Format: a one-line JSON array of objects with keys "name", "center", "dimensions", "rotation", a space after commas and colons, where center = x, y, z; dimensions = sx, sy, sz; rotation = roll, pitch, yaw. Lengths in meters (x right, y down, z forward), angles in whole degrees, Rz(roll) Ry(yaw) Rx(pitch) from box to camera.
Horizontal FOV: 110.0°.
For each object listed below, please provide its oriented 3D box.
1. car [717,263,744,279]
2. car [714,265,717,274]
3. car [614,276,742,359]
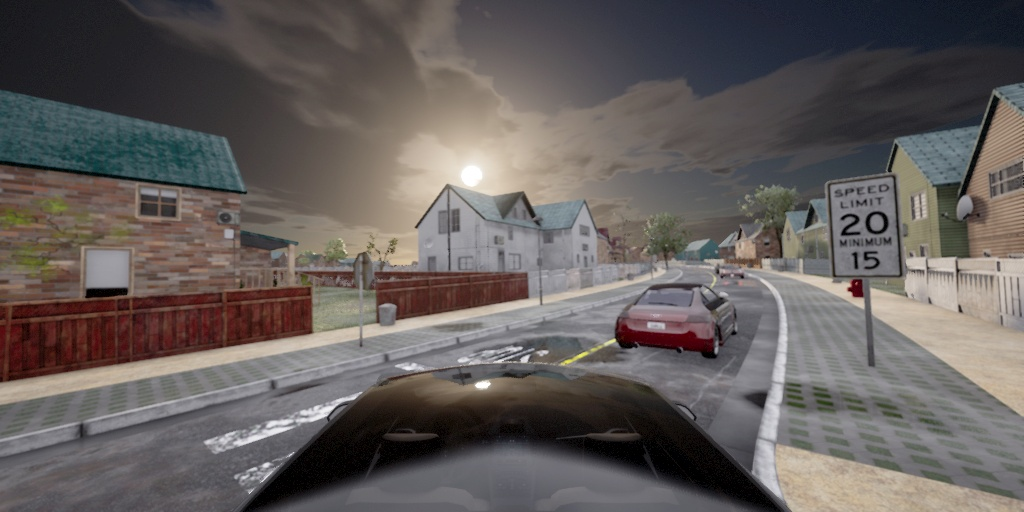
[{"name": "car", "center": [20.859, 1.468, 34.128], "dimensions": [1.895, 1.301, 4.718], "rotation": [-3, -2, 29]}, {"name": "car", "center": [25.631, 1.526, 43.317], "dimensions": [1.895, 1.301, 4.718], "rotation": [-2, -1, 25]}, {"name": "car", "center": [4.050, 1.337, 8.608], "dimensions": [1.994, 1.385, 4.181], "rotation": [-3, -2, 38]}]
